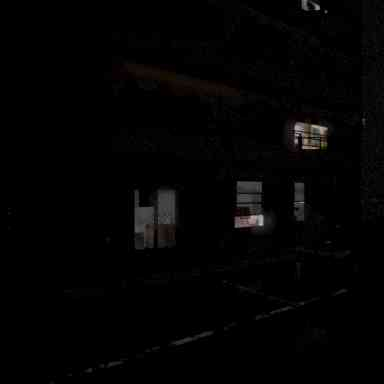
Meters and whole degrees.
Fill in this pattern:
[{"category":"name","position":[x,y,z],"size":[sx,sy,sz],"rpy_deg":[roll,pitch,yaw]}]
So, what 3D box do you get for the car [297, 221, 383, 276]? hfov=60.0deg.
[{"category":"car","position":[5.055,1.582,10.245],"size":[4.206,1.307,1.802],"rpy_deg":[0,0,-36]}]
